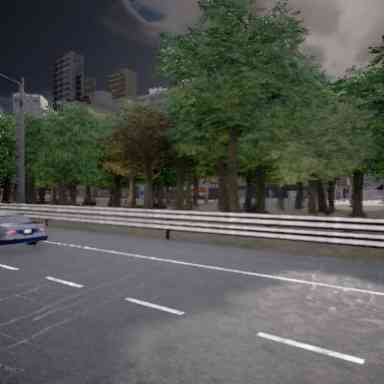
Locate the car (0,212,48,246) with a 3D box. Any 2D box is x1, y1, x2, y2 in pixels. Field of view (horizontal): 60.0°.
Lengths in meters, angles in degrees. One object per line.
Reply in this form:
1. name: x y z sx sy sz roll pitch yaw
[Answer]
1. car: -8.280 1.543 14.086 5.357 1.411 2.033 0 0 36
